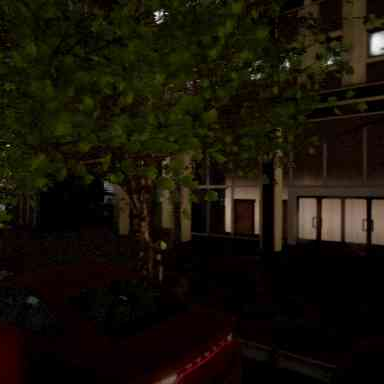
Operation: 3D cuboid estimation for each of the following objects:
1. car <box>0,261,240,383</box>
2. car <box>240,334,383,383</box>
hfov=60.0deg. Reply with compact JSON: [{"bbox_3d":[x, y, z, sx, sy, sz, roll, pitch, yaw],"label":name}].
[{"bbox_3d":[-1.614,1.544,4.016,4.507,1.381,1.887,0,0,35],"label":"car"},{"bbox_3d":[2.888,1.316,0.815,5.009,1.841,2.192,0,0,35],"label":"car"}]
